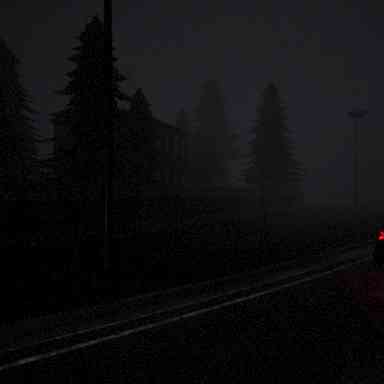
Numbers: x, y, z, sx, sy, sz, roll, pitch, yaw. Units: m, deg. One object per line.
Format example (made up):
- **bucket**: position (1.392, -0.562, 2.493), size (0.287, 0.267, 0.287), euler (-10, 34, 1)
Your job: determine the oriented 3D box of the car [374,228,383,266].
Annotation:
- **car**: position (7.547, 1.351, 10.493), size (4.553, 1.767, 2.097), euler (0, 0, -43)
